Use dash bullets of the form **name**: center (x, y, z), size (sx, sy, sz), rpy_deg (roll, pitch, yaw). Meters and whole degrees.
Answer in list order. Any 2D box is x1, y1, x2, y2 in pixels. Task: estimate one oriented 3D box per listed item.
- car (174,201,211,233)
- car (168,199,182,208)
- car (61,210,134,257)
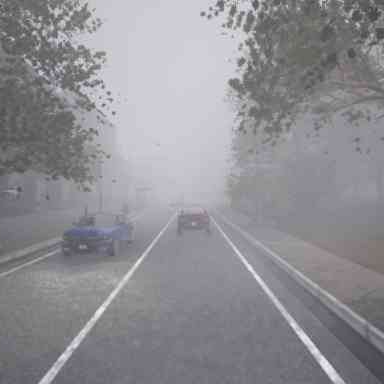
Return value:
- **car**: center (0.102, 1.577, 20.468), size (1.882, 1.535, 5.008), rpy_deg (0, 0, 0)
- **car**: center (-2.538, 1.828, 54.750), size (2.033, 1.411, 5.357), rpy_deg (-1, 0, 7)
- **car**: center (-3.599, 1.543, 13.454), size (1.882, 1.535, 5.008), rpy_deg (0, 0, 0)
